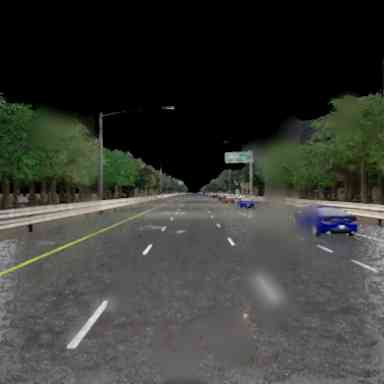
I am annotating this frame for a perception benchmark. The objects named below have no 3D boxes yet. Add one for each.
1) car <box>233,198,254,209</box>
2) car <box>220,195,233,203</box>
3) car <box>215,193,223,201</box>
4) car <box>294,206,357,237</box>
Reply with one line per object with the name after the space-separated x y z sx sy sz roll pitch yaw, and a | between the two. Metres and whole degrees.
7.124 1.493 44.700 1.882 1.535 5.008 0 0 0 | car
7.259 1.507 66.002 1.812 1.442 4.674 0 0 0 | car
7.378 1.439 81.979 1.882 1.535 5.008 0 0 0 | car
7.025 1.496 18.036 1.882 1.535 5.008 0 0 0 | car
